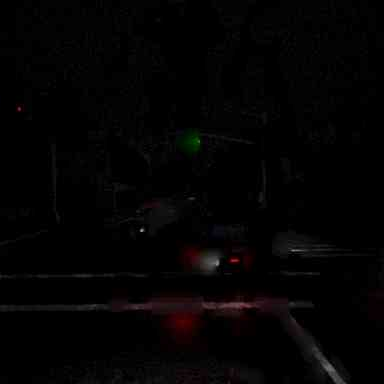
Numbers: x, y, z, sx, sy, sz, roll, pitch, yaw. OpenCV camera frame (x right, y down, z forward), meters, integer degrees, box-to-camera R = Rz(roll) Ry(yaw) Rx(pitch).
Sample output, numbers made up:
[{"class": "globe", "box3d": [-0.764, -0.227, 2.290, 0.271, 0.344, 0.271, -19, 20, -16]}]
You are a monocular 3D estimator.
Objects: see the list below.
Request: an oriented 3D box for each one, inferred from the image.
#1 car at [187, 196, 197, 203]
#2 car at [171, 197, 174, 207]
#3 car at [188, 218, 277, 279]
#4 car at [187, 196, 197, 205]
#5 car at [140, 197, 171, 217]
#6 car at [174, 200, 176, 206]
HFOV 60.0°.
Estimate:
[{"class": "car", "box3d": [0.001, 1.595, 70.495, 2.128, 1.511, 4.902, 0, 0, 0]}, {"class": "car", "box3d": [-3.593, 1.567, 41.828, 1.812, 1.442, 4.674, 0, 0, 0]}, {"class": "car", "box3d": [1.357, 1.531, 10.180, 1.812, 1.442, 4.674, 0, 0, 21]}, {"class": "car", "box3d": [0.022, 1.661, 60.385, 1.895, 1.301, 4.718, 0, 0, 0]}, {"class": "car", "box3d": [-3.592, 1.384, 31.995, 2.097, 1.767, 4.553, 0, 0, 2]}, {"class": "car", "box3d": [-3.564, 1.577, 51.906, 1.812, 1.442, 4.674, 0, 0, 1]}]
